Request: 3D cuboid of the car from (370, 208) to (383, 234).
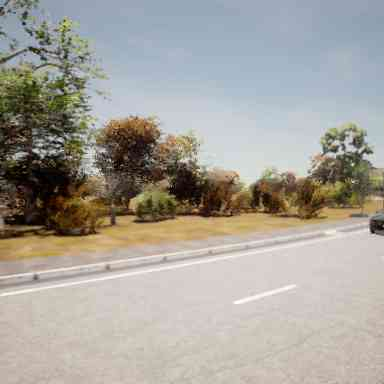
[{"bbox_3d":[11.551,1.477,18.531,5.008,1.535,1.882,0,0,-44],"label":"car"}]
